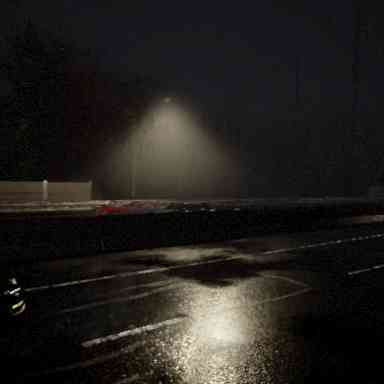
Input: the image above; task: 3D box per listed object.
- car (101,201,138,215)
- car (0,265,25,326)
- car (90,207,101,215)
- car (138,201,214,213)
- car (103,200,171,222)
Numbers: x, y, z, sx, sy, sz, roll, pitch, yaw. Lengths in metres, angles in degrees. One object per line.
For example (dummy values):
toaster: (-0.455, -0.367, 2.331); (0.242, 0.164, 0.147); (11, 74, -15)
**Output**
car: (-3.229, 1.548, 23.182); (5.357, 1.411, 2.033); (0, 0, -35)
car: (-5.023, 1.507, 4.583); (4.892, 1.490, 1.837); (0, 0, -36)
car: (-6.736, 1.565, 29.272); (4.181, 1.385, 1.994); (0, 0, -35)
car: (-0.693, 1.352, 20.685); (4.553, 1.767, 2.097); (0, 0, -35)
car: (-4.350, 1.478, 26.676); (5.008, 1.535, 1.882); (0, 0, -35)
